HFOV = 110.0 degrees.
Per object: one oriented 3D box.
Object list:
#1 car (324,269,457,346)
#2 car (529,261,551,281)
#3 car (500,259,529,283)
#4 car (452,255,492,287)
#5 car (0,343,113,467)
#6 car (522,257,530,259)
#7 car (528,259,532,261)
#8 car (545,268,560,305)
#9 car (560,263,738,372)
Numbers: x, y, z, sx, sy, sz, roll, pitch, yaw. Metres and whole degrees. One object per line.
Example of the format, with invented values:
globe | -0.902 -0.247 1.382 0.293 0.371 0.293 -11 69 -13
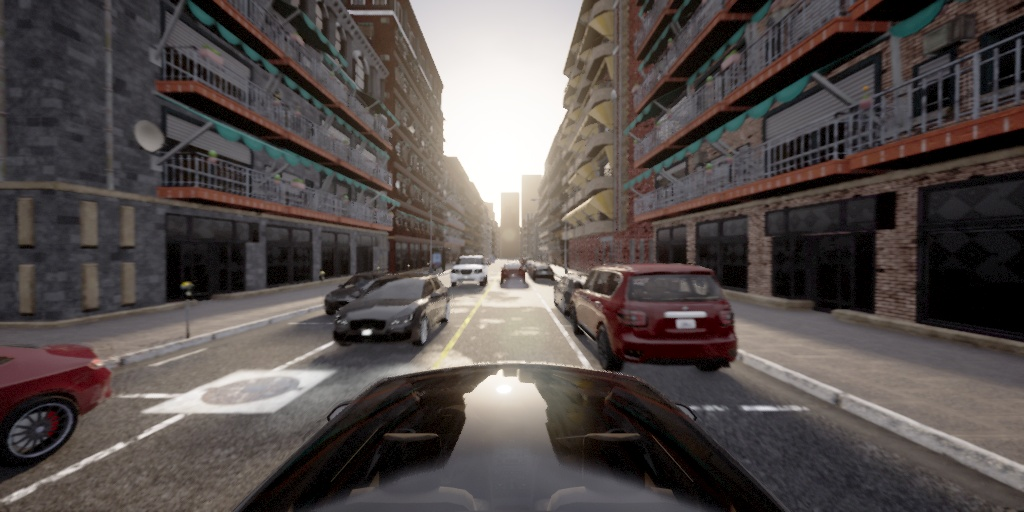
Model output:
car | -2.840 1.256 9.469 1.837 1.490 4.892 0 0 0
car | 2.517 1.319 30.238 1.948 1.339 4.313 0 0 0
car | 0.076 1.230 28.047 1.882 1.535 5.008 0 0 0
car | -2.862 0.976 25.139 2.150 2.045 5.566 0 0 0
car | -5.316 1.333 2.292 1.802 1.307 4.207 0 0 0
car | 2.522 1.083 64.225 2.192 1.841 5.009 0 0 0
car | 2.514 1.300 35.903 1.888 1.381 4.507 0 0 0
car | 2.526 1.300 13.246 2.007 1.370 4.403 0 0 0
car | 2.529 1.064 7.581 2.192 1.841 5.009 0 0 0
